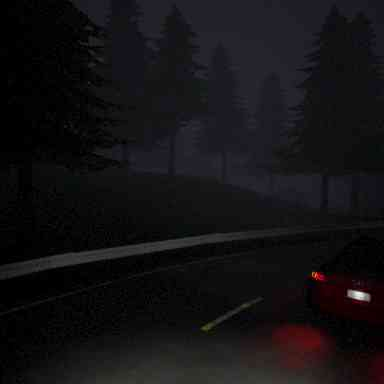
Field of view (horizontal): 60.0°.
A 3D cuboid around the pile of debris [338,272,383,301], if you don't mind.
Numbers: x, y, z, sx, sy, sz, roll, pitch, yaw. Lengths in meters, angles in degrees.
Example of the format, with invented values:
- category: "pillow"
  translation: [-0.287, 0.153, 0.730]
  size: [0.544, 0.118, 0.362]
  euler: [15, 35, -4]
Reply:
- category: "pile of debris"
  translation: [4.538, 2.185, 7.609]
  size: [1.860, 0.140, 1.500]
  euler: [0, 0, -39]

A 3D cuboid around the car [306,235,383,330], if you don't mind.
- category: "car"
  translation: [3.970, 1.568, 6.600]
  size: [1.994, 1.385, 4.181]
  euler: [1, 1, 44]
